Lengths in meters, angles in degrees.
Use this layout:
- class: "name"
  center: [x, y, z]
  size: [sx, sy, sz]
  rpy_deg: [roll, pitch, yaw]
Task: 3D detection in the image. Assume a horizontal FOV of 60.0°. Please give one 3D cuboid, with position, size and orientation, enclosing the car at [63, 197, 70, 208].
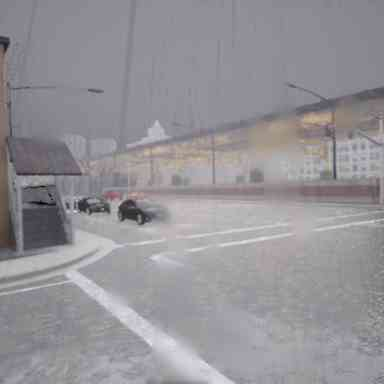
- class: "car"
  center: [-14.220, 1.257, 37.294]
  size: [1.994, 1.385, 4.181]
  rpy_deg: [-2, 1, -34]

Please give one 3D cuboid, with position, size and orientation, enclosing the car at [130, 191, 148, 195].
- class: "car"
  center: [-8.946, 0.660, 54.745]
  size: [2.097, 1.767, 4.553]
  rpy_deg: [-2, 1, -34]

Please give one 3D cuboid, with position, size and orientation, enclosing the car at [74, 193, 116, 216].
- class: "car"
  center: [-8.664, 1.156, 29.113]
  size: [1.882, 1.535, 5.008]
  rpy_deg: [-2, 1, -34]

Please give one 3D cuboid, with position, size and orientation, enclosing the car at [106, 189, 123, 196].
- class: "car"
  center: [-15.024, 0.544, 63.661]
  size: [2.150, 2.045, 5.566]
  rpy_deg: [-2, 1, -34]

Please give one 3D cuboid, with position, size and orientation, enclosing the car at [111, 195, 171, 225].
- class: "car"
  center: [-3.128, 1.168, 20.992]
  size: [1.837, 1.490, 4.892]
  rpy_deg: [-2, 1, -34]
